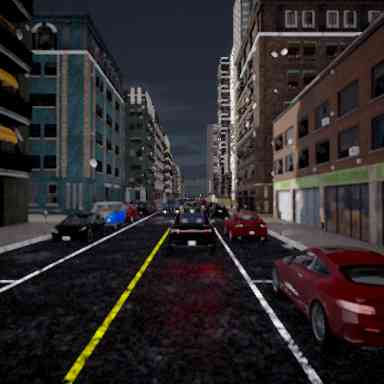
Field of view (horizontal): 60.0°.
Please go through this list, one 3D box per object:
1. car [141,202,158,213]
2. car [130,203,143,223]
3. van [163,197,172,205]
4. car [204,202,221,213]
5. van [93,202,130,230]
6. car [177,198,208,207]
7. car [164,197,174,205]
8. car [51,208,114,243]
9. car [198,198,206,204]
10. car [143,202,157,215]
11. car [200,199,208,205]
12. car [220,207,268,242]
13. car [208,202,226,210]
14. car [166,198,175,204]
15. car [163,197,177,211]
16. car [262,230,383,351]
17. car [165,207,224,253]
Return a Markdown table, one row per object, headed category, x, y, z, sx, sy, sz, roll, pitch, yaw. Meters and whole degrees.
| category | x | y | z | sx | sy | sz | roll | pitch | yaw |
| --- | --- | --- | --- | --- | --- | --- | --- | --- | --- |
| car | -5.681 | 2.018 | 44.825 | 1.802 | 1.307 | 4.206 | 0 | -1 | 0 |
| car | -5.681 | 1.818 | 28.256 | 1.887 | 1.381 | 4.507 | 0 | -1 | 0 |
| van | -5.677 | 2.108 | 77.220 | 1.690 | 1.788 | 3.998 | 0 | -1 | 0 |
| car | 2.701 | 2.002 | 44.813 | 1.947 | 1.339 | 4.313 | 0 | -1 | 0 |
| van | -5.680 | 1.560 | 22.735 | 1.690 | 1.788 | 3.998 | 0 | -1 | 0 |
| car | 0.005 | 1.631 | 29.075 | 2.097 | 1.767 | 4.553 | 0 | -1 | 0 |
| car | -5.676 | 2.140 | 82.748 | 2.192 | 1.841 | 5.009 | 0 | -1 | 0 |
| car | -5.682 | 1.732 | 17.209 | 1.947 | 1.339 | 4.313 | 0 | -1 | 0 |
| car | 2.704 | 2.323 | 88.273 | 1.967 | 1.590 | 4.097 | 0 | -1 | 0 |
| car | -5.681 | 1.947 | 39.302 | 1.947 | 1.339 | 4.313 | 0 | -1 | 0 |
| car | 2.702 | 2.349 | 77.216 | 1.802 | 1.307 | 4.206 | 0 | -1 | 0 |
| car | 2.699 | 1.710 | 17.196 | 1.887 | 1.381 | 4.507 | 0 | -1 | 0 |
| car | 2.700 | 1.893 | 33.766 | 1.947 | 1.339 | 4.313 | 0 | -1 | 0 |
| car | -5.678 | 2.428 | 88.273 | 1.887 | 1.381 | 4.507 | 0 | -1 | 0 |
| car | -2.998 | 1.834 | 49.678 | 2.097 | 1.767 | 4.553 | 0 | 0 | 0 |
| car | 2.698 | 1.641 | 6.150 | 1.802 | 1.307 | 4.206 | 0 | -1 | 0 |
| car | 0.005 | 1.630 | 14.300 | 2.128 | 1.511 | 4.902 | 0 | 0 | 0 |
